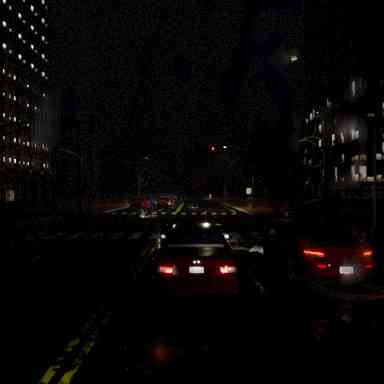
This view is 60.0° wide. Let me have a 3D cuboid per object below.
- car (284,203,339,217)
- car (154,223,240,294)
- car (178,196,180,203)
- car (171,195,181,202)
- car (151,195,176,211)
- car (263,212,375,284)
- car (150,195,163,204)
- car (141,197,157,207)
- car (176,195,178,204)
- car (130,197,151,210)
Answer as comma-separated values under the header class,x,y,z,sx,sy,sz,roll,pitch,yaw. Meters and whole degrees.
class,x,y,z,sx,sy,sz,roll,pitch,yaw
car,9.543,1.589,26.715,4.181,1.385,1.994,0,0,-3
car,0.087,1.544,8.904,2.033,1.411,5.357,0,0,0
car,-3.429,1.417,60.674,2.128,1.511,4.902,0,0,0
car,-3.600,1.433,74.832,1.994,1.385,4.181,0,0,-2
car,-3.407,1.319,40.655,2.097,1.767,4.553,0,0,0
car,3.336,1.522,9.489,1.812,1.442,4.674,0,0,0
car,-6.681,1.427,62.561,1.837,1.490,4.892,0,0,0
car,-6.676,1.470,52.197,1.812,1.442,4.674,0,0,0
car,-3.419,1.455,49.547,1.837,1.490,4.892,0,0,0
car,-6.662,1.441,42.276,1.882,1.535,5.008,0,0,0
